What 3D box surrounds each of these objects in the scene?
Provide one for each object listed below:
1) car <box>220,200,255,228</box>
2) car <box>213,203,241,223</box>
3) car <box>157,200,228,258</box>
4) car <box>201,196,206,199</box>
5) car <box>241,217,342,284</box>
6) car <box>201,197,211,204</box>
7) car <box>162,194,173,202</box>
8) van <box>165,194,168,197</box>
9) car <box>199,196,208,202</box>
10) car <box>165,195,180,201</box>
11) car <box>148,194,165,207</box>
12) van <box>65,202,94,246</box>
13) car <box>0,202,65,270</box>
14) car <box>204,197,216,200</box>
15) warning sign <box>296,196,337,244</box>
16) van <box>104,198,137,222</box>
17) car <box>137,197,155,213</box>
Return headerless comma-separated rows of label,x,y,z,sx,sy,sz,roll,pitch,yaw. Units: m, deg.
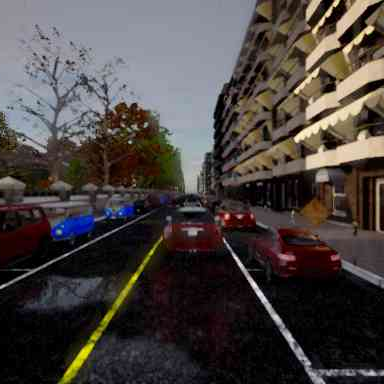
car,2.687,1.450,20.592,1.967,1.590,4.097,0,0,0
car,2.687,1.595,26.223,1.802,1.307,4.206,0,0,0
car,0.042,1.358,12.923,2.097,1.767,4.553,0,0,1
car,2.684,1.470,48.744,1.967,1.590,4.097,0,0,0
car,2.689,1.586,9.331,1.802,1.307,4.206,0,0,0
car,2.682,1.636,65.635,1.802,1.307,4.206,0,0,0
car,-5.699,1.388,76.896,2.192,1.841,5.009,0,0,0
van,-5.697,1.386,60.003,1.690,1.788,3.998,0,0,0
car,2.681,1.639,76.897,1.947,1.339,4.313,0,0,0
car,-3.067,1.605,57.727,1.994,1.385,4.181,0,0,0
car,-5.696,1.345,48.743,2.192,1.841,5.009,0,0,0
van,-5.692,1.348,14.961,1.690,1.788,3.998,0,0,0
car,-5.692,1.319,9.330,2.192,1.841,5.009,0,0,0
car,2.685,1.586,37.484,1.947,1.339,4.313,0,0,0
warning sign,5.066,1.122,13.655,1.300,1.860,1.060,0,0,0
van,-5.694,1.354,26.222,1.690,1.788,3.998,0,0,0
car,-5.695,1.586,37.483,1.947,1.339,4.313,0,0,0
